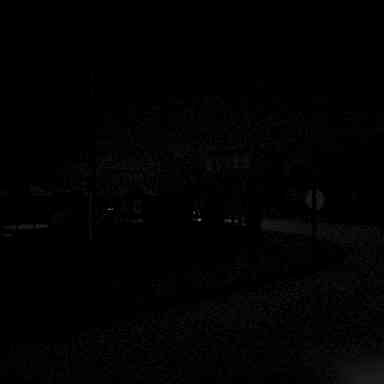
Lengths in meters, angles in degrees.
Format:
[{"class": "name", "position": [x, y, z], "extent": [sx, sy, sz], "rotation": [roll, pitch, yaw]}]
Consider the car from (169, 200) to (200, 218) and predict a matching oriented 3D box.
[{"class": "car", "position": [-1.225, 1.491, 29.747], "extent": [1.837, 1.490, 4.892], "rotation": [0, 0, -35]}]

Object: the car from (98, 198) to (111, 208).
[{"class": "car", "position": [-12.980, 1.533, 46.381], "extent": [2.033, 1.411, 5.357], "rotation": [0, 0, -35]}]
